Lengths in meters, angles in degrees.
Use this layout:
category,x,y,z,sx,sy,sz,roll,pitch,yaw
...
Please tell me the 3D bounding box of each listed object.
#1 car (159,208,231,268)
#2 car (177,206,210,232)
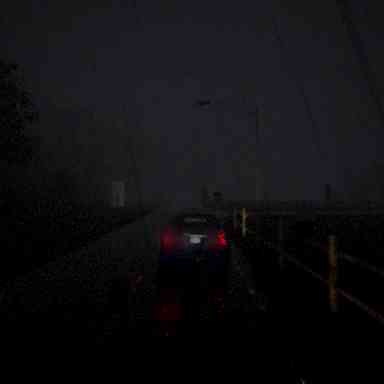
category,x,y,z,sx,sy,sz,roll,pitch,yaw
car,0.094,1.391,11.540,2.097,1.767,4.553,0,0,0
car,0.092,1.669,21.470,1.895,1.301,4.718,0,0,0
